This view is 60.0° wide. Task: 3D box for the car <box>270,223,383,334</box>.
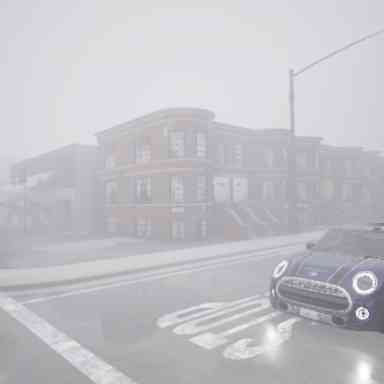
[{"bbox_3d":[3.681,1.493,7.143,4.553,1.767,2.097,1,-2,-40],"label":"car"}]
